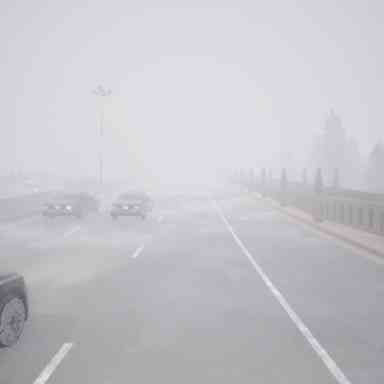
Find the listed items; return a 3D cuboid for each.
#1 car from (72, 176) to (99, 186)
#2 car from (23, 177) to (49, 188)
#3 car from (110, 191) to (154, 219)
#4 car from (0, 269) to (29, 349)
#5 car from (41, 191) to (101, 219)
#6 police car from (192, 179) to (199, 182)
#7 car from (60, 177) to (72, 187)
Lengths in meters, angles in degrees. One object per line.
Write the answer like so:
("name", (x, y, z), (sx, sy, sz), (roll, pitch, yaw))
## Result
("car", (-14.093, -1.363, 45.257), (1.882, 1.535, 5.008), (0, 4, 0))
("car", (-21.089, -1.315, 45.254), (1.812, 1.442, 4.674), (0, 4, 0))
("car", (-3.406, 0.665, 19.526), (2.033, 1.411, 5.357), (0, 4, 0))
("car", (-3.404, 1.442, 3.172), (2.128, 1.511, 4.902), (0, 1, 0))
("car", (-6.906, 0.661, 19.570), (2.033, 1.411, 5.357), (0, 4, 0))
("police car", (1.025, -2.828, 93.205), (1.930, 1.638, 5.238), (0, -2, 0))
("car", (-17.575, -1.513, 48.853), (1.895, 1.301, 4.718), (0, 4, 0))
